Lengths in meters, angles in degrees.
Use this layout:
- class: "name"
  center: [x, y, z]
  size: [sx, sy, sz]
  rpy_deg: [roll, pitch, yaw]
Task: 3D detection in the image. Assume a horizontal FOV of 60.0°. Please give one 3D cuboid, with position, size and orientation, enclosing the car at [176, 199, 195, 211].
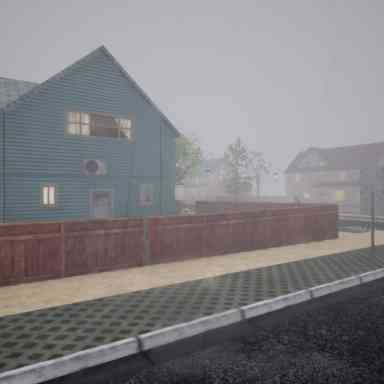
- class: "car"
  center: [-1.061, 1.480, 36.566]
  size: [1.895, 1.301, 4.718]
  rpy_deg: [0, 0, -36]

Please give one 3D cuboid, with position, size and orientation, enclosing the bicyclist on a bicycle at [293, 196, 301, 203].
- class: "bicyclist on a bicycle"
  center: [9.873, 1.206, 31.351]
  size: [1.656, 1.620, 0.582]
  rpy_deg: [-1, 1, -36]

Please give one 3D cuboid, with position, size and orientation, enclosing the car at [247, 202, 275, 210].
- class: "car"
  center: [6.191, 1.498, 26.434]
  size: [1.994, 1.385, 4.181]
  rpy_deg: [0, 0, -36]
